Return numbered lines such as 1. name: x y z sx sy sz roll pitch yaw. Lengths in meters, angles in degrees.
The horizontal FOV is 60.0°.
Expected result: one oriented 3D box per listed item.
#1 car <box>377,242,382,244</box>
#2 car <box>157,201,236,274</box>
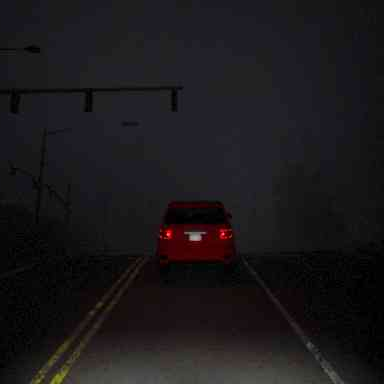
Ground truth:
1. car: 16.680 4.040 25.940 4.553 1.767 2.097 -1 -13 0
2. car: 0.196 1.340 11.056 2.150 2.045 5.566 -1 -2 2
